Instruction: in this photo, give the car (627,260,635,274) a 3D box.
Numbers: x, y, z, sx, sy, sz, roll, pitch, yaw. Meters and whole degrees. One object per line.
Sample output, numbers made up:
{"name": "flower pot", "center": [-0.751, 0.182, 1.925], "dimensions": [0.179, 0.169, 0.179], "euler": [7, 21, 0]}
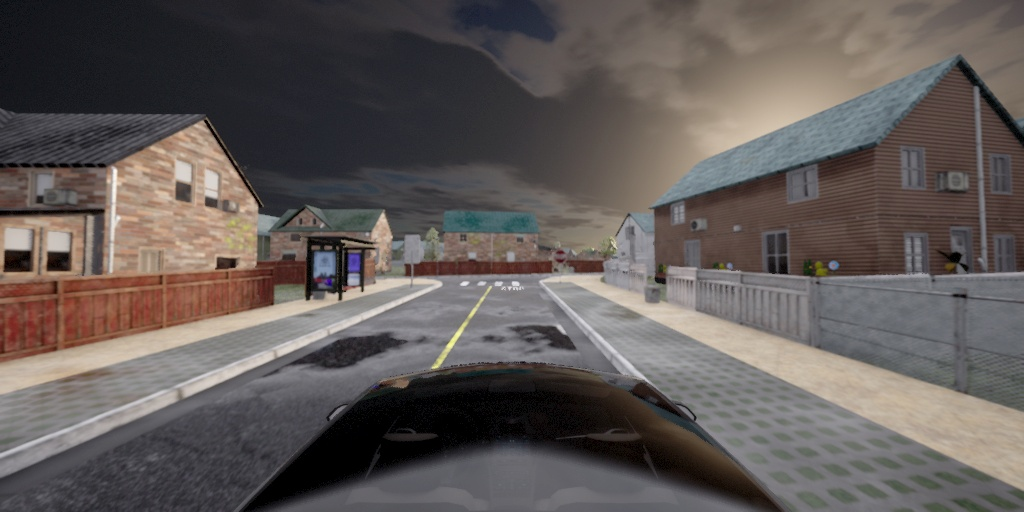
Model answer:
{"name": "car", "center": [10.475, 1.028, 31.751], "dimensions": [4.181, 1.385, 1.994], "euler": [-1, -2, -10]}
